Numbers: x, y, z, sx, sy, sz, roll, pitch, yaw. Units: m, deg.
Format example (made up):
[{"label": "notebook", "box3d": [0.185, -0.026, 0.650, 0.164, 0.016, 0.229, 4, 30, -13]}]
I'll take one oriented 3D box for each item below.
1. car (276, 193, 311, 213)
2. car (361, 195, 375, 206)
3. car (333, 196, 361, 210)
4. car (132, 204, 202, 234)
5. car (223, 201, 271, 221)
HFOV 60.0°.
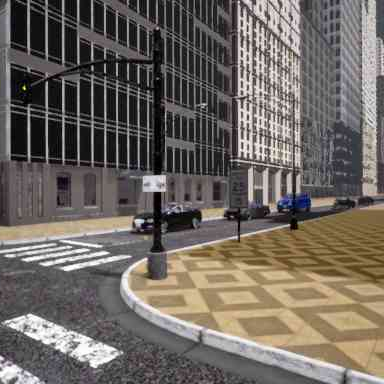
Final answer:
[{"label": "car", "box3d": [11.010, 1.110, 35.650, 2.150, 2.045, 5.566, 0, 0, 37]}, {"label": "car", "box3d": [27.066, 1.310, 51.787, 1.837, 1.490, 4.892, 0, 0, 37]}, {"label": "car", "box3d": [18.631, 1.340, 40.509, 2.128, 1.511, 4.902, 0, 0, 37]}, {"label": "car", "box3d": [-1.321, 1.444, 19.194, 2.128, 1.511, 4.902, 0, 0, 37]}, {"label": "car", "box3d": [4.596, 1.469, 27.097, 2.033, 1.411, 5.357, 0, 0, 37]}]
